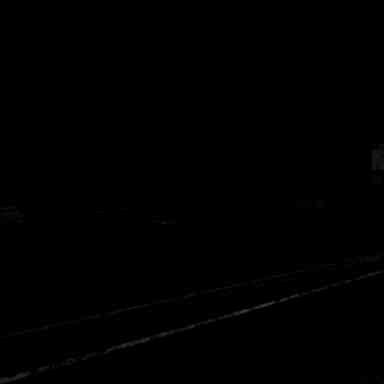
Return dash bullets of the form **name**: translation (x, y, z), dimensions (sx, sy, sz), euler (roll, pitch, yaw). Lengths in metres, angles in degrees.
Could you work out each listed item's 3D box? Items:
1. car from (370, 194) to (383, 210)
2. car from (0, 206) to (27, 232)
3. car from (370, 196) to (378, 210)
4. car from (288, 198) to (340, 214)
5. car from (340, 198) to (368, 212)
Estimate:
- **car**: translation (23.913, 1.385, 43.478), dimensions (2.185, 1.767, 4.553), euler (1, 0, -35)
- **car**: translation (-10.664, 1.491, 18.921), dimensions (2.002, 1.452, 4.674), euler (0, 0, -35)
- **car**: translation (19.357, 1.513, 40.275), dimensions (2.002, 1.452, 4.674), euler (0, 0, -35)
- **car**: translation (12.553, 1.441, 35.426), dimensions (2.097, 1.535, 5.008), euler (0, 0, -35)
- **car**: translation (17.084, 1.459, 38.661), dimensions (2.097, 1.535, 5.008), euler (0, 0, -35)
